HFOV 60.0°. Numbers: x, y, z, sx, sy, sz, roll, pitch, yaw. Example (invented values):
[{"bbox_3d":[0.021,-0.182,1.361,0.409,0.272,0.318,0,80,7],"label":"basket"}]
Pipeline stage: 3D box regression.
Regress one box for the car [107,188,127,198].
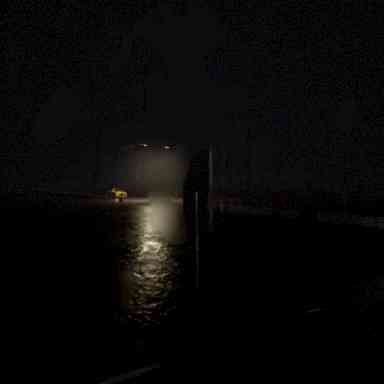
[{"bbox_3d":[-12.314,0.185,54.281,1.882,1.535,5.008,-1,2,-35],"label":"car"}]
